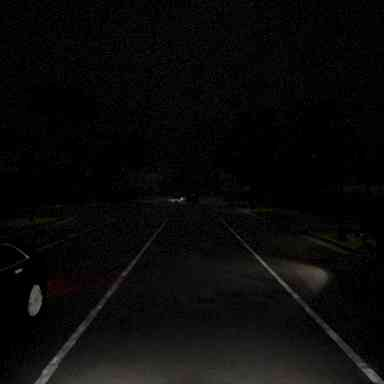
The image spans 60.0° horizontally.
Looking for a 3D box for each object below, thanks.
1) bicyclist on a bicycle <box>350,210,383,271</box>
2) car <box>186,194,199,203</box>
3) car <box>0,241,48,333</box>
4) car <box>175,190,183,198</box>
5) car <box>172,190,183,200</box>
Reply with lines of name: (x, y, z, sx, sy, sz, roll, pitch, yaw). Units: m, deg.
bicyclist on a bicycle: (5.023, 1.261, 9.122, 1.656, 1.620, 0.582, -16, 1, 0)
car: (0.067, 1.054, 55.224, 1.882, 1.535, 5.008, 0, 0, 0)
car: (-3.591, 1.472, 4.318, 1.837, 1.490, 4.892, 0, 0, 0)
car: (-3.555, 0.524, 91.166, 2.150, 2.045, 5.566, 0, 0, 0)
car: (-3.546, 0.897, 75.722, 1.882, 1.535, 5.008, 0, 0, 0)
